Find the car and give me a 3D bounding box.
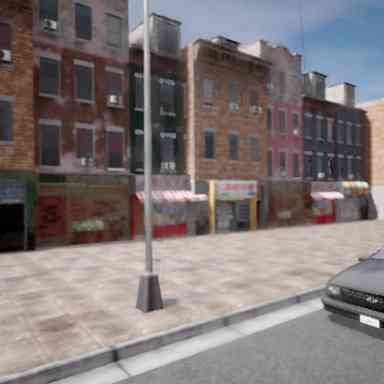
[{"bbox_3d":[4.852,1.586,6.632,5.357,1.411,2.033,0,0,-36],"label":"car"}]
